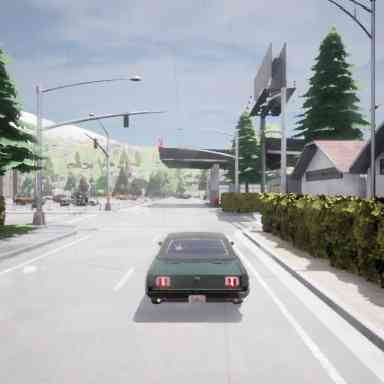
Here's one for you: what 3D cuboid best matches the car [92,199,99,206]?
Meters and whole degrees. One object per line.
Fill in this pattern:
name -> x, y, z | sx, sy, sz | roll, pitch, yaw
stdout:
car -> -16.143, 1.361, 50.594 | 3.806, 1.475, 1.970 | 0, 0, 0

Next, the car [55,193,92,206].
car -> -16.737, 1.077, 47.266 | 3.866, 1.878, 1.905 | 0, 0, 0

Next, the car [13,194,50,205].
car -> -24.622, 1.097, 50.513 | 4.605, 1.855, 1.932 | 0, 0, 0

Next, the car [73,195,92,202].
car -> -23.983, 1.320, 72.966 | 3.633, 1.501, 1.845 | 0, 0, 0

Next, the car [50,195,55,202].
car -> -23.974, 1.298, 62.973 | 4.514, 1.523, 2.007 | 0, 0, 0

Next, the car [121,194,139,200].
car -> -16.438, 1.339, 87.987 | 4.514, 1.523, 2.007 | 0, 0, 0

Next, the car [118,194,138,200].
car -> -16.370, 1.330, 84.851 | 5.027, 1.636, 2.152 | 0, 0, 0

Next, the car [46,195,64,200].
car -> -35.036, 1.384, 84.902 | 3.806, 1.475, 1.970 | 0, 0, 0

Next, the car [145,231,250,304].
car -> 0.101, 1.601, 8.075 | 1.895, 1.301, 4.718 | 0, 0, 0
